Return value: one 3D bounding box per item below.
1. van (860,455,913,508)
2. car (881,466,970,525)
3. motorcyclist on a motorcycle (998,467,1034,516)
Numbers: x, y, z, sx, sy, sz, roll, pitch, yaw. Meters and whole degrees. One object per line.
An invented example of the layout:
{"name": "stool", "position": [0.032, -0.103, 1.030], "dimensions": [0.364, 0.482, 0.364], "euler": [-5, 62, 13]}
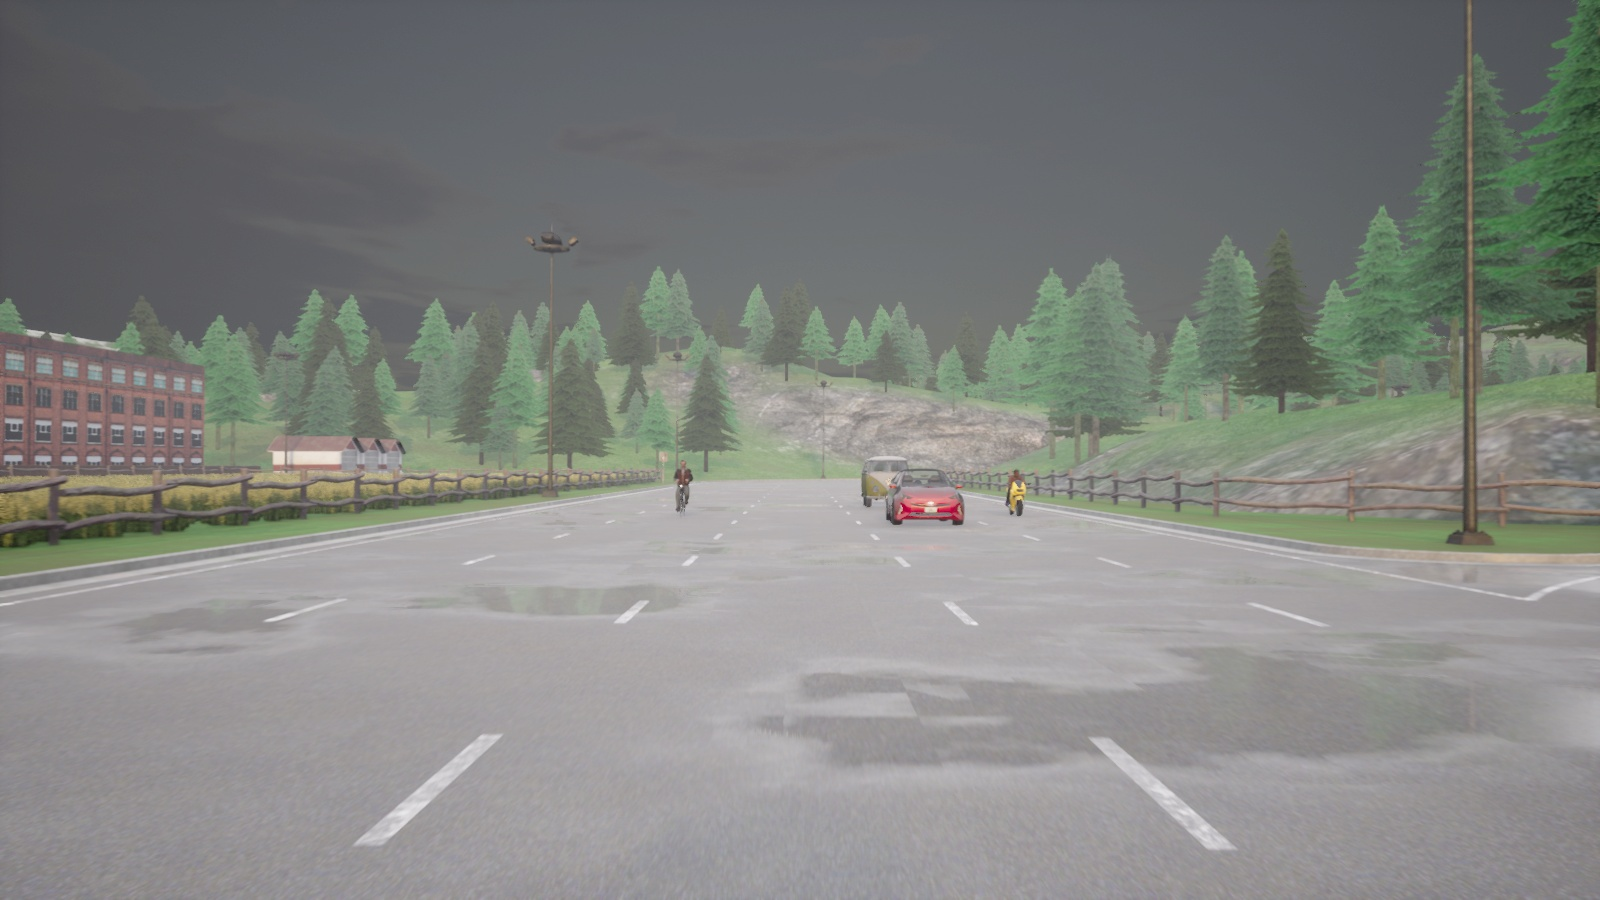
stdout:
{"name": "van", "position": [3.387, 1.225, 49.653], "dimensions": [1.775, 1.987, 4.442], "euler": [0, -1, 0]}
{"name": "car", "position": [3.417, 1.221, 35.070], "dimensions": [2.007, 1.525, 4.514], "euler": [0, -1, 0]}
{"name": "motorcyclist on a motorcycle", "position": [6.905, 1.312, 40.226], "dimensions": [0.797, 1.523, 2.044], "euler": [0, -1, 0]}
